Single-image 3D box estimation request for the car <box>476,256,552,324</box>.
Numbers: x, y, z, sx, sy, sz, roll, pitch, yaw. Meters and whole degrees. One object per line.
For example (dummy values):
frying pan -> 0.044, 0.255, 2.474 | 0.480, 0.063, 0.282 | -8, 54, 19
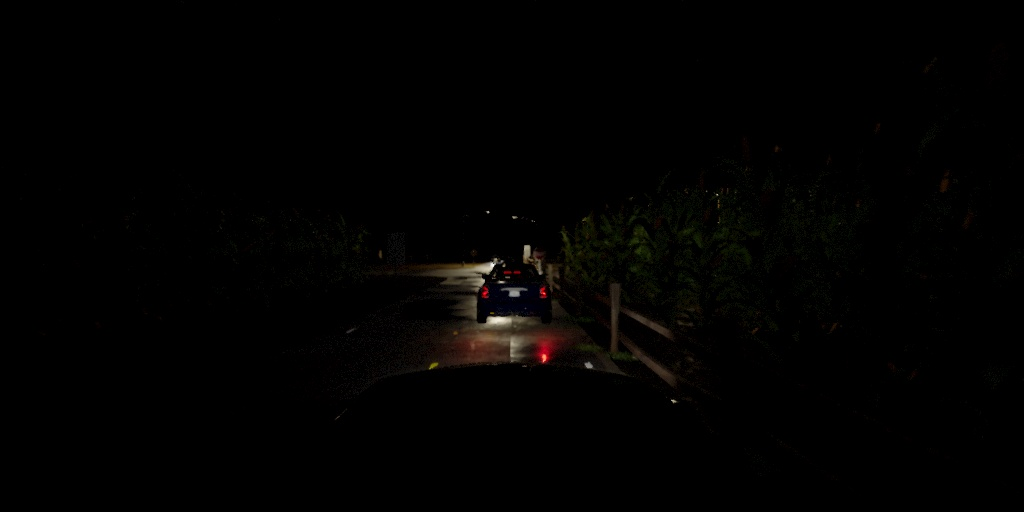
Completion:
car -> 0.061, 0.997, 11.693 | 2.097, 1.767, 4.553 | 0, 1, 0
